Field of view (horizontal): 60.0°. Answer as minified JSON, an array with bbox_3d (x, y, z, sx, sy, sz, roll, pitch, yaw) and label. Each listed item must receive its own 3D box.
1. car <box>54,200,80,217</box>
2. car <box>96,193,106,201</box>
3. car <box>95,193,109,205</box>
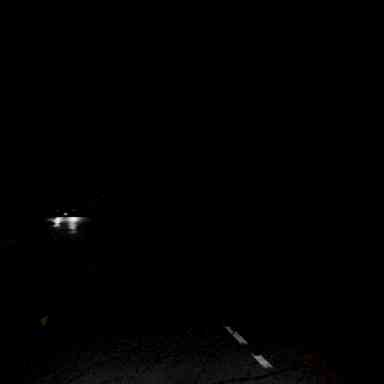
[{"bbox_3d":[-11.031,1.396,29.720,2.033,1.411,5.357,1,0,-16],"label":"car"},{"bbox_3d":[-18.527,1.019,67.367,1.837,1.490,4.892,1,0,-16],"label":"car"},{"bbox_3d":[-13.668,1.174,50.655,1.882,1.535,5.008,1,0,-16],"label":"car"}]
